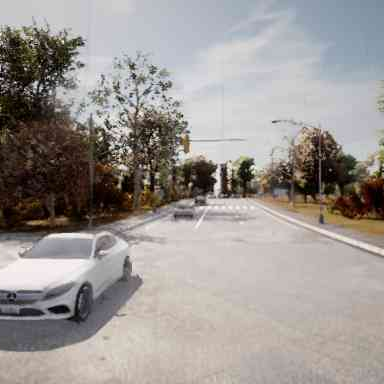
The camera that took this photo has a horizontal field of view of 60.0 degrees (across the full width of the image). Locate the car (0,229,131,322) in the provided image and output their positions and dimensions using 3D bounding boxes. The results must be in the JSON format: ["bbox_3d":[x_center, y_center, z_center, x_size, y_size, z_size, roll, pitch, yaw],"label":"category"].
[{"bbox_3d":[-2.703,1.639,7.608,1.812,1.442,4.674,0,-1,4],"label":"car"}]

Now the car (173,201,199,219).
[{"bbox_3d":[-0.708,1.902,33.246,1.895,1.301,4.718,0,0,5],"label":"car"}]

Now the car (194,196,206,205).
[{"bbox_3d":[1.480,1.384,58.727,1.882,1.535,5.008,0,1,5],"label":"car"}]
